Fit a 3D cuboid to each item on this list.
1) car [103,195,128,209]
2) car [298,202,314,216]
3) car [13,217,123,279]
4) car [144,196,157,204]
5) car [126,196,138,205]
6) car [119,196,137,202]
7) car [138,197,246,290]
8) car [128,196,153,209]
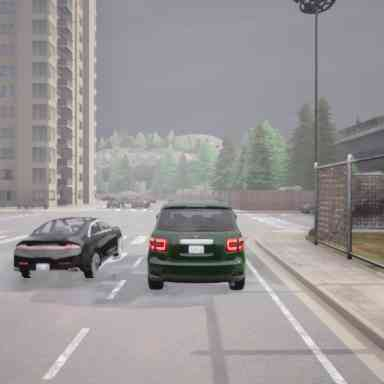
[{"bbox_3d":[-10.505,1.504,46.188,1.837,1.490,4.892,0,0,0],"label":"car"},{"bbox_3d":[13.021,1.407,33.236,4.553,1.767,2.097,0,0,0],"label":"car"},{"bbox_3d":[-3.394,1.492,10.023,2.128,1.511,4.902,0,0,0],"label":"car"},{"bbox_3d":[-7.962,1.547,63.413,2.033,1.411,5.357,0,0,-13],"label":"car"},{"bbox_3d":[-11.089,1.547,61.232,2.033,1.411,5.357,0,0,-11],"label":"car"},{"bbox_3d":[-14.777,1.567,76.281,1.895,1.301,4.718,0,0,-42],"label":"car"},{"bbox_3d":[0.122,1.221,9.214,2.150,2.045,5.566,0,0,1],"label":"car"},{"bbox_3d":[-7.009,1.352,45.805,2.097,1.767,4.553,0,0,0],"label":"car"}]
